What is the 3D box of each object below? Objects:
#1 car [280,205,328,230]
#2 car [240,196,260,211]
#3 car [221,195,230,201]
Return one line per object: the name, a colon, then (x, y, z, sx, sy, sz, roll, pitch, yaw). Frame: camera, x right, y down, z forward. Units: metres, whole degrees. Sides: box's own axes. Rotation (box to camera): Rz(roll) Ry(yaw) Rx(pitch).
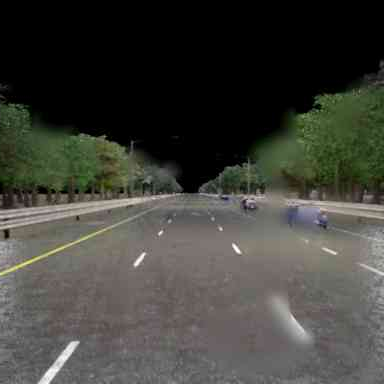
car: (7.016, 1.555, 21.123, 1.812, 1.442, 4.674, 0, 0, 0)
car: (7.034, 1.572, 40.958, 1.812, 1.442, 4.674, 0, 0, 0)
car: (9.165, 1.557, 90.357, 1.882, 1.535, 5.008, 0, 0, 15)
